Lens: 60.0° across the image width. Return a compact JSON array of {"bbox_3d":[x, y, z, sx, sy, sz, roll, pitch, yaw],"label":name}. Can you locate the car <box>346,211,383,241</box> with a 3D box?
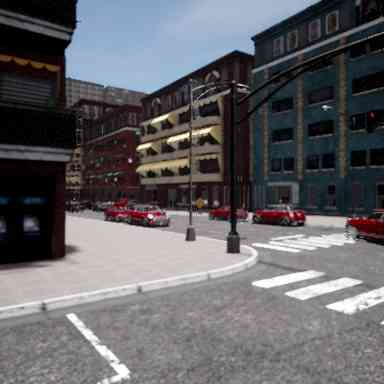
[{"bbox_3d":[9.083,1.561,15.062,1.882,1.535,5.008,1,-1,-9],"label":"car"}]

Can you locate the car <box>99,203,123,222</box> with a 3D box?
[{"bbox_3d":[-6.427,1.913,29.422,1.802,1.307,4.206,-1,0,-35],"label":"car"}]

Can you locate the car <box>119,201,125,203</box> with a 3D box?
[{"bbox_3d":[-4.883,1.851,31.532,1.837,1.490,4.892,0,-1,-35],"label":"car"}]

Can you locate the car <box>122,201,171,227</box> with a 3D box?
[{"bbox_3d":[-3.248,1.702,24.876,1.967,1.590,4.097,-1,0,-35],"label":"car"}]

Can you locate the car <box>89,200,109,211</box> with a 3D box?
[{"bbox_3d":[-12.939,2.143,48.089,1.994,1.385,4.181,0,-1,-34],"label":"car"}]

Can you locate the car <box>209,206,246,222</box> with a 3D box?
[{"bbox_3d":[3.202,1.861,29.414,1.802,1.307,4.206,-1,0,-35],"label":"car"}]

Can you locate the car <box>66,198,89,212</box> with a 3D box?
[{"bbox_3d":[-17.600,2.116,49.866,2.128,1.511,4.902,0,-1,-35],"label":"car"}]

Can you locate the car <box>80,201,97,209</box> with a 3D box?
[{"bbox_3d":[-19.069,2.342,61.234,1.802,1.307,4.206,-1,0,-35],"label":"car"}]

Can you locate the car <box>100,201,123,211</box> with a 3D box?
[{"bbox_3d":[-12.707,2.174,52.142,2.008,1.369,4.403,-1,0,-35],"label":"car"}]

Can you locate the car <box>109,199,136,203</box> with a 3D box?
[{"bbox_3d":[-9.530,1.870,47.597,2.192,1.841,5.009,-1,0,-35],"label":"car"}]

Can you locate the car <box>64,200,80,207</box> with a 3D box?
[{"bbox_3d":[-25.432,2.447,70.327,2.008,1.369,4.403,-1,0,-35],"label":"car"}]

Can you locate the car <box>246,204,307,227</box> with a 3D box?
[{"bbox_3d":[6.384,1.650,24.871,1.967,1.590,4.097,-1,0,-35],"label":"car"}]

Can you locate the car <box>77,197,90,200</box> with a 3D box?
[{"bbox_3d":[-18.648,1.922,56.174,2.150,2.045,5.566,0,-1,-35],"label":"car"}]
